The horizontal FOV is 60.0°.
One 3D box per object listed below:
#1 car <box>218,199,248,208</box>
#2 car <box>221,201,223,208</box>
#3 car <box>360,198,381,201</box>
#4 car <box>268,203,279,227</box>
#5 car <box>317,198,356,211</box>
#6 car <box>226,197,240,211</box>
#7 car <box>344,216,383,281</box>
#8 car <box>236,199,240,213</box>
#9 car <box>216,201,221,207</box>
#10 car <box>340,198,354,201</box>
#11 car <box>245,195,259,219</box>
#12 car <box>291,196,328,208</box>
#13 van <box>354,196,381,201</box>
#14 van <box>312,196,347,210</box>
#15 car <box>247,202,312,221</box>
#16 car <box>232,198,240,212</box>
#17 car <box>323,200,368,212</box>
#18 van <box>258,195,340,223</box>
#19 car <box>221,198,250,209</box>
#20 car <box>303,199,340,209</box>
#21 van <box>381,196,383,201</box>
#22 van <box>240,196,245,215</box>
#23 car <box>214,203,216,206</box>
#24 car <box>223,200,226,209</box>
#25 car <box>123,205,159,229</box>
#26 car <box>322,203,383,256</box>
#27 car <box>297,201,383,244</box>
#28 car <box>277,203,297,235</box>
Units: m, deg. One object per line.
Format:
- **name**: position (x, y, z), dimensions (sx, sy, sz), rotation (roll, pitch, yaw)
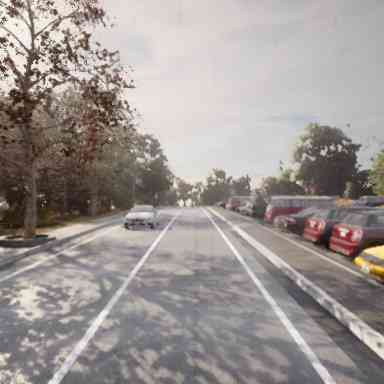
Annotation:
- **car**: position (7.158, 2.021, 57.942), dimensions (5.008, 1.535, 2.097), rotation (0, -1, 0)
- **car**: position (7.162, 1.908, 49.618), dimensions (4.792, 1.488, 2.163), rotation (0, -1, 0)
- **car**: position (19.990, 1.606, 32.765), dimensions (5.366, 1.575, 1.946), rotation (0, -1, 0)
- **car**: position (7.066, 1.538, 19.103), dimensions (4.674, 1.452, 2.002), rotation (0, 0, 0)
- **car**: position (20.174, 1.704, 46.618), dimensions (4.553, 1.767, 2.185), rotation (0, -1, 0)
- **car**: position (7.119, 1.746, 41.291), dimensions (5.008, 1.535, 2.097), rotation (0, -1, 0)
- **car**: position (6.853, 1.497, 7.999), dimensions (5.366, 1.575, 1.946), rotation (0, 0, 0)
- **car**: position (7.098, 1.654, 32.963), dimensions (4.674, 1.452, 2.002), rotation (0, -1, 0)
- **car**: position (7.110, 1.671, 52.399), dimensions (5.566, 2.045, 2.435), rotation (0, -1, 0)
- **car**: position (20.181, 1.699, 38.305), dimensions (4.892, 1.521, 2.231), rotation (0, -1, 0)
- **car**: position (7.104, 1.245, 24.656), dimensions (5.566, 2.045, 2.435), rotation (0, 0, 0)
- **car**: position (20.258, 1.762, 57.695), dimensions (5.566, 2.045, 2.435), rotation (0, -1, 0)
- **van**: position (20.298, 1.428, 35.539), dimensions (4.442, 1.987, 1.878), rotation (0, -1, 0)
- **van**: position (20.329, 1.648, 49.388), dimensions (4.442, 1.987, 1.878), rotation (0, -1, 0)
- **car**: position (7.112, 1.555, 27.406), dimensions (4.792, 1.488, 2.163), rotation (0, 0, 0)
- **car**: position (7.071, 1.687, 35.740), dimensions (4.792, 1.488, 2.163), rotation (0, -1, 0)
- **car**: position (20.194, 1.787, 43.970), dimensions (5.008, 1.535, 2.097), rotation (0, -1, 0)
- **van**: position (6.953, 1.271, 21.880), dimensions (4.442, 1.987, 1.878), rotation (0, 0, 0)
- **car**: position (7.176, 1.844, 55.168), dimensions (4.553, 1.767, 2.185), rotation (0, -1, 0)
- **car**: position (20.212, 1.919, 52.155), dimensions (4.892, 1.521, 2.231), rotation (0, -1, 0)
- **van**: position (20.051, 1.340, 30.000), dimensions (4.442, 1.987, 1.878), rotation (0, -1, 0)
- **van**: position (6.972, 1.344, 30.192), dimensions (4.442, 1.987, 1.878), rotation (0, -1, 0)
- **car**: position (6.978, 2.145, 63.482), dimensions (5.366, 1.575, 1.946), rotation (0, -1, 0)
- **car**: position (7.129, 1.874, 46.842), dimensions (4.674, 1.452, 2.002), rotation (0, -1, 0)
- **car**: position (-3.236, 1.578, 21.948), dimensions (1.812, 1.442, 4.674), rotation (0, 0, 0)
- **car**: position (7.014, 1.374, 10.775), dimensions (4.553, 1.767, 2.185), rotation (0, 0, 0)
- **car**: position (7.020, 1.373, 13.551), dimensions (4.553, 1.767, 2.185), rotation (0, 0, 0)
- **car**: position (7.052, 1.498, 16.327), dimensions (5.008, 1.535, 2.097), rotation (0, 0, 0)
